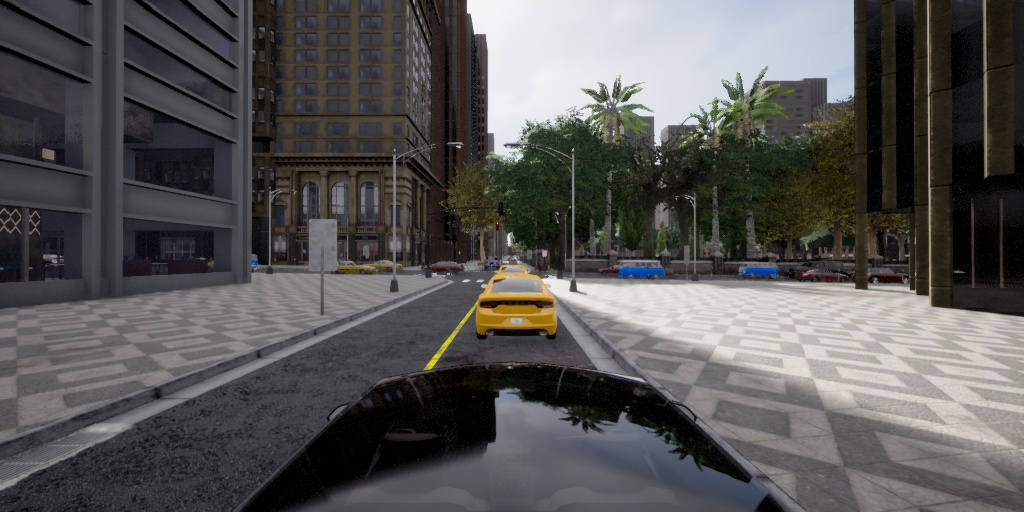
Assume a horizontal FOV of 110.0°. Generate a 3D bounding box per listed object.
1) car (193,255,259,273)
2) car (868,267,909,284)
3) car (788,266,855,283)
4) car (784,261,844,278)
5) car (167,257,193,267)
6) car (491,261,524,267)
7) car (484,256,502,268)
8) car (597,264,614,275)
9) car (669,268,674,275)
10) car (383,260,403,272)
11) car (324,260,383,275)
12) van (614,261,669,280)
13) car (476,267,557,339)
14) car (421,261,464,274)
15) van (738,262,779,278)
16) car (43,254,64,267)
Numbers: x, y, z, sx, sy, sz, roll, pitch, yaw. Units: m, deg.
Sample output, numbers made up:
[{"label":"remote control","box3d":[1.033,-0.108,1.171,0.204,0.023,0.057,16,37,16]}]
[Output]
[{"label":"car","box3d":[-26.316,0.868,33.395,4.829,1.417,1.751,0,0,0]},{"label":"car","box3d":[34.035,1.779,33.019,4.097,1.591,1.967,0,0,0]},{"label":"car","box3d":[28.512,1.830,33.053,4.207,1.307,1.802,0,0,0]},{"label":"car","box3d":[32.971,1.578,38.886,5.566,2.045,2.150,1,0,0]},{"label":"car","box3d":[-37.782,0.775,41.991,4.313,1.339,1.948,0,0,0]},{"label":"car","box3d":[0.042,1.235,20.168,1.882,1.535,5.008,0,0,0]},{"label":"car","box3d":[-2.975,1.036,54.563,2.150,2.045,5.566,0,0,0]},{"label":"car","box3d":[11.984,1.606,41.682,4.207,1.307,1.802,0,0,0]},{"label":"car","box3d":[14.667,1.600,39.005,5.357,1.411,2.033,1,0,0]},{"label":"car","box3d":[-15.272,1.102,41.851,4.829,1.417,1.751,0,0,0]},{"label":"car","box3d":[-14.975,1.053,33.324,4.829,1.417,1.751,0,0,0]},{"label":"van","box3d":[11.942,1.315,33.156,3.998,1.789,1.690,0,0,0]},{"label":"car","box3d":[0.112,1.230,10.108,1.882,1.535,5.008,0,0,0]},{"label":"car","box3d":[-7.567,1.230,39.133,4.674,1.442,1.812,1,0,0]},{"label":"van","box3d":[28.554,1.638,41.579,3.998,1.789,1.690,0,0,0]},{"label":"car","box3d":[-43.498,0.508,33.502,4.097,1.591,1.967,0,0,0]}]
